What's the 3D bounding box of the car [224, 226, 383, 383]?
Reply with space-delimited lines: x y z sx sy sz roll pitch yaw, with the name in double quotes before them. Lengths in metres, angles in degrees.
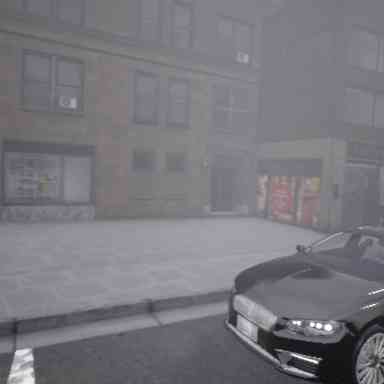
"car" 2.814 1.312 4.880 4.902 1.511 2.128 1 4 -27
